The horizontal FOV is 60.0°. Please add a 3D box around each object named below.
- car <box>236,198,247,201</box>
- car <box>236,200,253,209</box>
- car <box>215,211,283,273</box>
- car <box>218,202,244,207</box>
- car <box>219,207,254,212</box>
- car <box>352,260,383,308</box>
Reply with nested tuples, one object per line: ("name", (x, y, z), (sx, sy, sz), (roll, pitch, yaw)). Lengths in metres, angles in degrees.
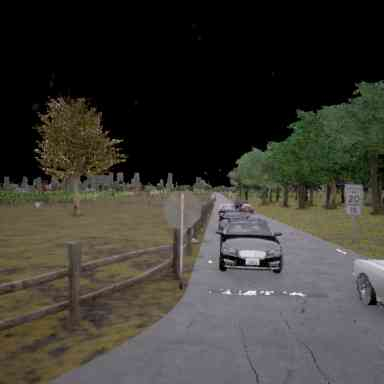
("car", (8.301, 2.096, 56.386), (2.150, 2.045, 5.566), (1, -1, 4))
("car", (7.548, 2.271, 46.606), (1.812, 1.442, 4.674), (1, -1, 4))
("car", (1.885, 1.658, 11.447), (2.128, 1.511, 4.902), (1, -1, 6))
("car", (3.445, 2.015, 31.413), (2.033, 1.411, 5.357), (1, -1, 4))
("car", (2.658, 1.876, 21.012), (1.994, 1.385, 4.181), (1, -1, 4))
("car", (4.432, 1.727, 5.452), (1.895, 1.301, 4.718), (1, -1, 4))
